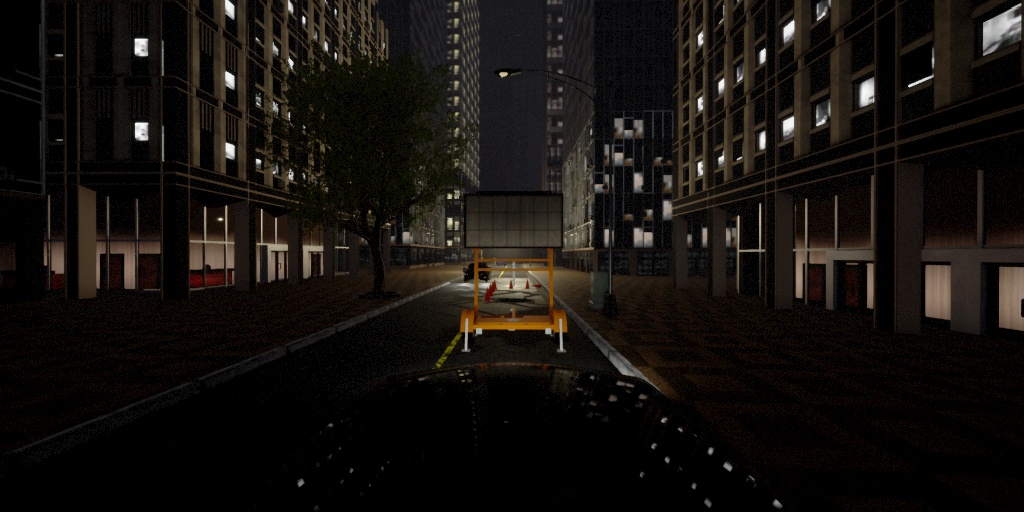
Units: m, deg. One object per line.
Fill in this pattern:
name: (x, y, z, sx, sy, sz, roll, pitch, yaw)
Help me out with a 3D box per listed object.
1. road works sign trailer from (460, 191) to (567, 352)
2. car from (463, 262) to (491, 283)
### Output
road works sign trailer: (0.042, 0.214, 8.893, 2.380, 3.560, 2.880, 0, 0, 0)
car: (-2.705, 1.266, 28.543, 1.837, 1.490, 4.892, 0, 0, 0)
